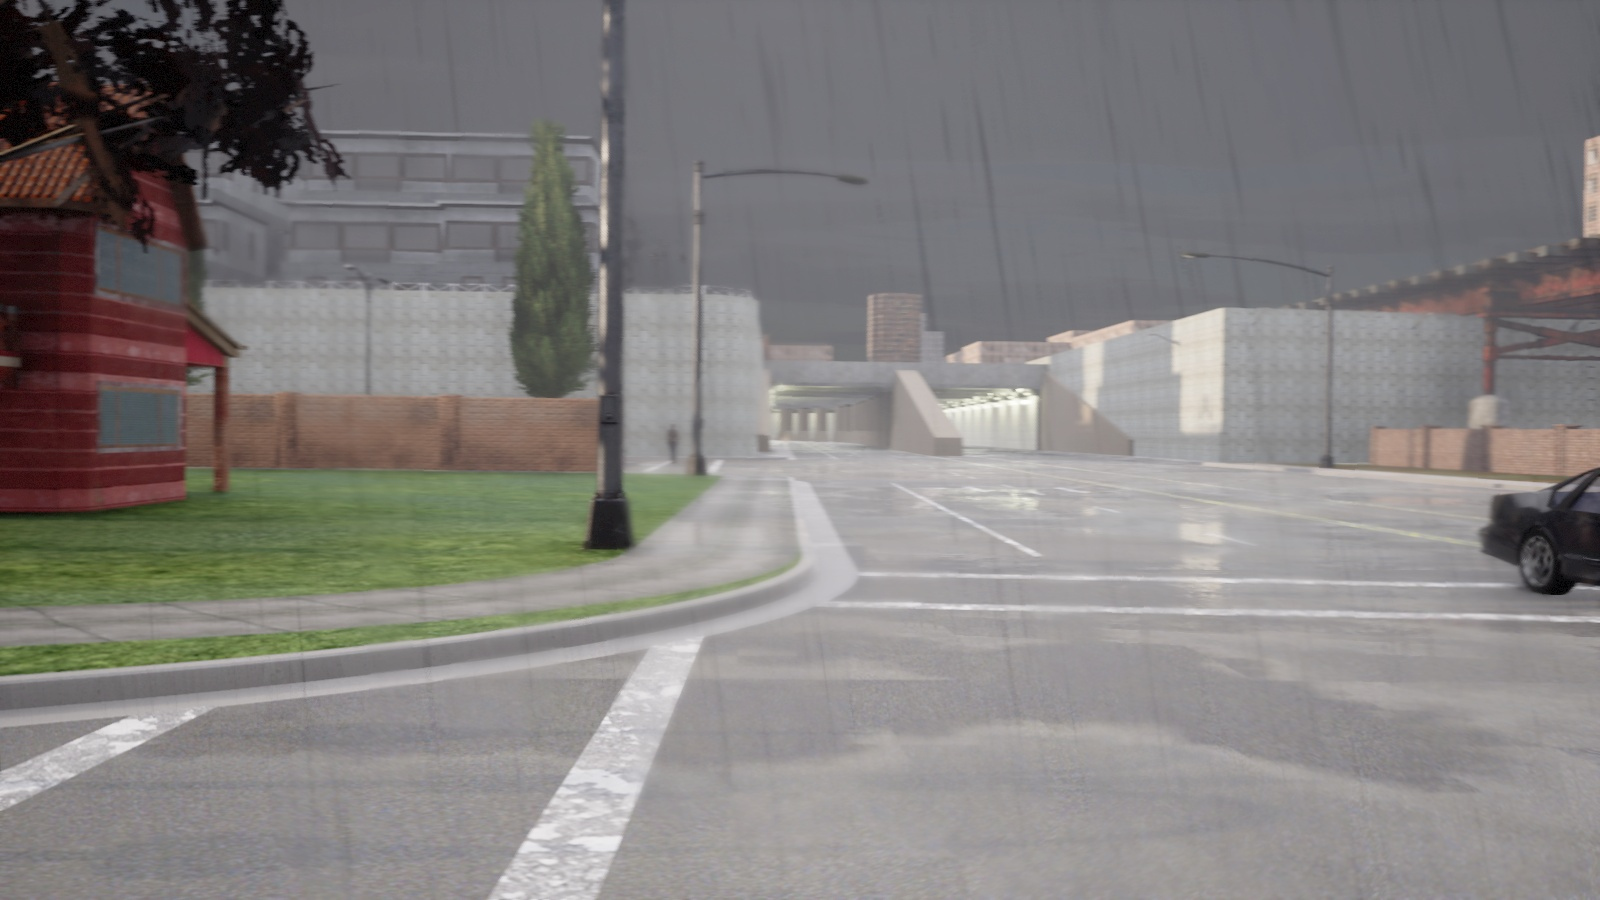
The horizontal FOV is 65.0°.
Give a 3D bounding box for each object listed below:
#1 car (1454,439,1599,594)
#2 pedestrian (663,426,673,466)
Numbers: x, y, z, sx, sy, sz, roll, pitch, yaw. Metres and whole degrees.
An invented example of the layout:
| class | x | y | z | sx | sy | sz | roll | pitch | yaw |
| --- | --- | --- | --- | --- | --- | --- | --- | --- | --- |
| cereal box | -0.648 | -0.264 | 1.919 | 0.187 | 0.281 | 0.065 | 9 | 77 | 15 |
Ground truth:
| class | x | y | z | sx | sy | sz | roll | pitch | yaw |
| --- | --- | --- | --- | --- | --- | --- | --- | --- | --- |
| car | 8.450 | 0.622 | 11.516 | 2.033 | 1.411 | 5.357 | -1 | 1 | -1 |
| pedestrian | -5.920 | -0.175 | 56.425 | 0.328 | 1.805 | 0.869 | -1 | 1 | -13 |
